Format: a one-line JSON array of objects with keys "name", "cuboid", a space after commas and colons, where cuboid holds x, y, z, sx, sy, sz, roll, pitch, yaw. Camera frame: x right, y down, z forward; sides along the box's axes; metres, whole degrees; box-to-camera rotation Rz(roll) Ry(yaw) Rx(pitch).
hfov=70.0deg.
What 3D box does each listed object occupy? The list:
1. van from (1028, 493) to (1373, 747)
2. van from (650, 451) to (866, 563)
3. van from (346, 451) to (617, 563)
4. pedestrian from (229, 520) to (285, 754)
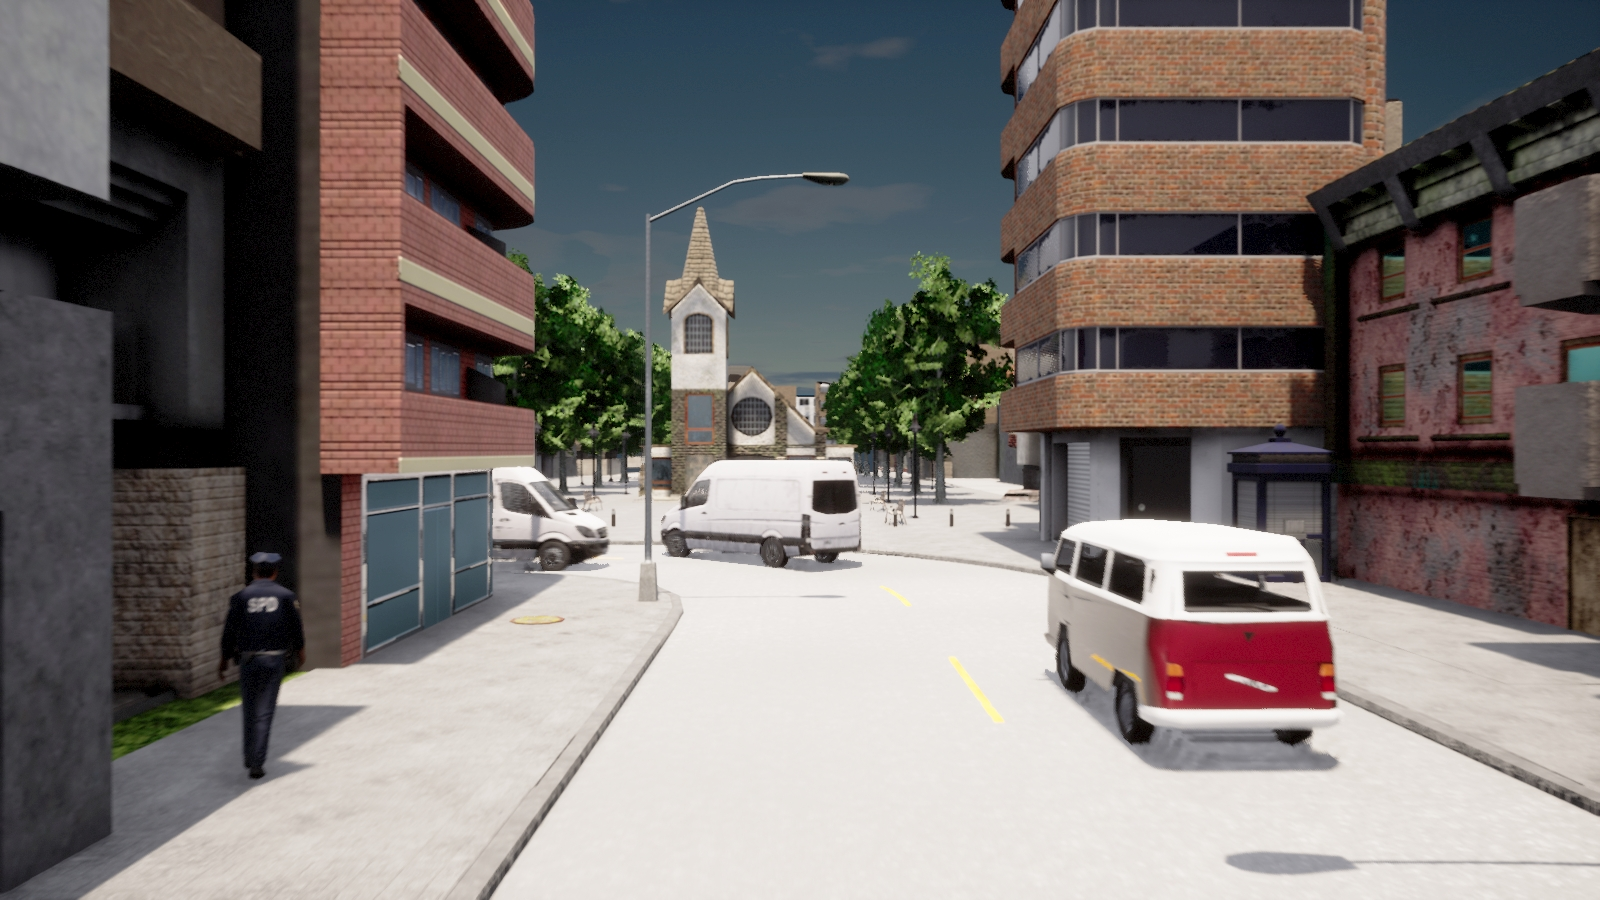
[{"name": "van", "cuboid": [3.929, 1.562, 12.164, 2.069, 2.038, 4.480, 0, 0, -1]}, {"name": "van", "cuboid": [-1.188, 1.316, 29.023, 1.988, 2.561, 5.915, 1, -1, -45]}, {"name": "van", "cuboid": [-7.528, 1.315, 27.343, 5.915, 2.561, 1.988, 0, 0, 4]}, {"name": "pedestrian", "cuboid": [-4.485, 1.523, 9.450, 0.375, 1.860, 0.375, 0, 0, -19]}]
